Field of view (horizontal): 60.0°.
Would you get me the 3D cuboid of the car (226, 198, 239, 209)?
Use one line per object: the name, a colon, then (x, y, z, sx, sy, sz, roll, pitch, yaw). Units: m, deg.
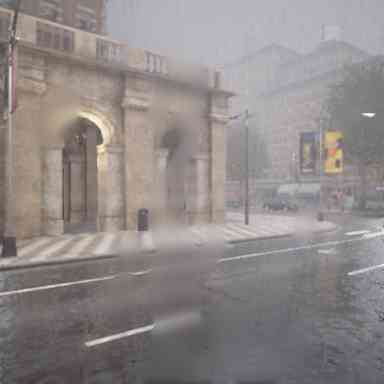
car: (4.747, 1.604, 48.742, 2.128, 1.511, 4.902, 0, 0, -36)

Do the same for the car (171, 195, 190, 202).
car: (-2.785, 1.527, 79.137, 2.033, 1.411, 5.357, 0, 0, -36)

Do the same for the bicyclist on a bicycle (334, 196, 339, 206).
bicyclist on a bicycle: (24.042, 1.476, 55.268, 1.656, 1.620, 0.582, 0, 0, -36)

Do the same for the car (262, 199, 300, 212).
car: (10.770, 1.615, 40.347, 1.837, 1.490, 4.892, 0, 0, -36)
